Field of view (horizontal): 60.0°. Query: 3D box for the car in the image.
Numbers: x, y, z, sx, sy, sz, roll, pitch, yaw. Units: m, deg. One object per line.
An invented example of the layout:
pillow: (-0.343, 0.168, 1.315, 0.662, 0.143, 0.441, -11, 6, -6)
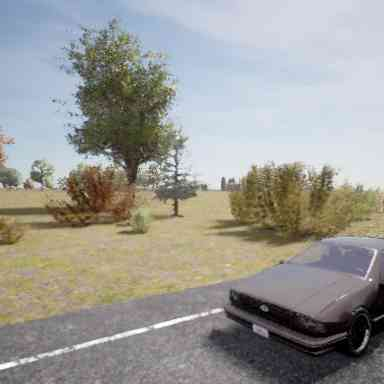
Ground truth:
car: (3.132, 1.580, 6.229, 5.357, 1.411, 2.033, 0, 0, -36)
